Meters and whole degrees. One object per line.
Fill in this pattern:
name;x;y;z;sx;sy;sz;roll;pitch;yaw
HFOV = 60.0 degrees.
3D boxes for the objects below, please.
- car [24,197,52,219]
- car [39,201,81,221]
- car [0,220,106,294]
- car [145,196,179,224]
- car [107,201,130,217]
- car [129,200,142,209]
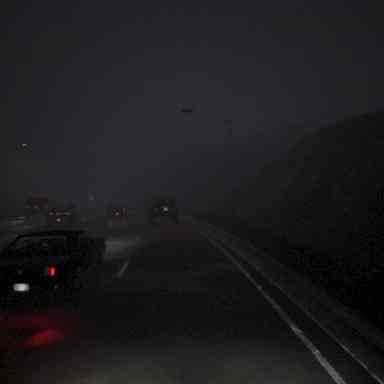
car;-14.761;1.486;32.470;2.150;2.045;5.566;0;0;-16
car;-9.407;1.673;24.572;2.128;1.511;4.902;0;0;-12
car;-3.643;1.670;9.011;1.895;1.301;4.718;-1;0;-4
car;-2.429;1.335;26.493;2.150;2.045;5.566;0;0;-12
car;-7.734;1.796;34.025;1.895;1.301;4.718;-1;0;-15
car;-8.738;1.854;48.561;1.895;1.301;4.718;0;0;-21
